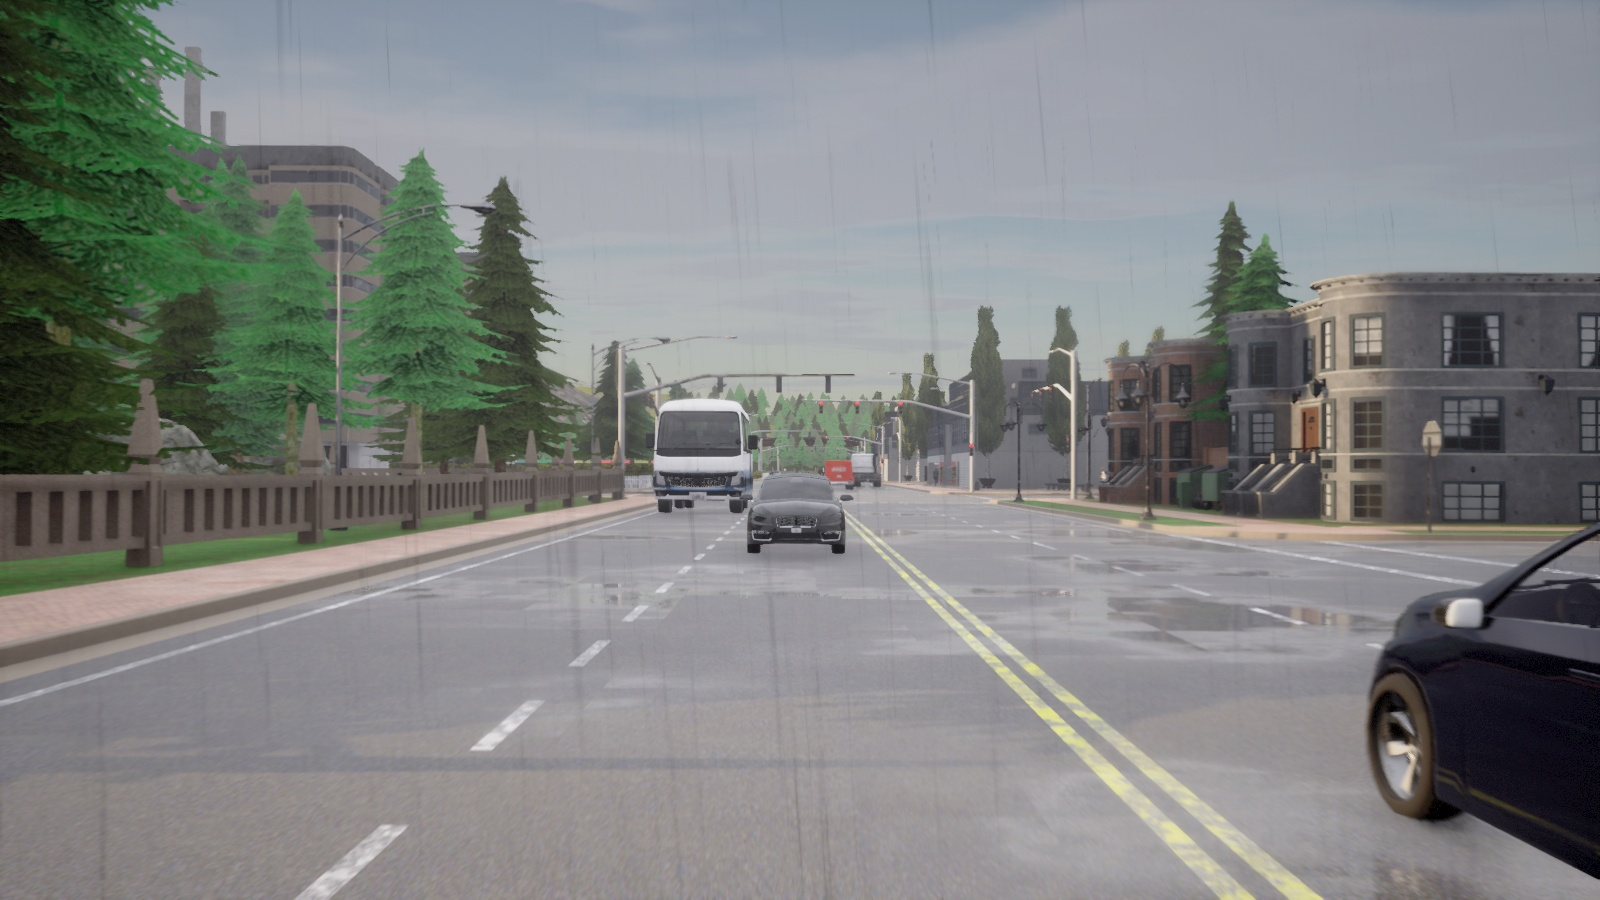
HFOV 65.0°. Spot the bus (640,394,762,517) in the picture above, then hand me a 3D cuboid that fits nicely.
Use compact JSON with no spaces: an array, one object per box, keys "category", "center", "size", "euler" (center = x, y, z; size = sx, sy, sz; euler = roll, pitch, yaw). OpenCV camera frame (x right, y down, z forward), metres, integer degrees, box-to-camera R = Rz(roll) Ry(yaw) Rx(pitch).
[{"category":"bus","center":[-3.624,0.272,48.970],"size":[3.944,4.253,10.273],"euler":[0,-1,0]}]

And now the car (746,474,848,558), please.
[{"category":"car","center":[-0.061,1.239,25.047],"size":[1.837,1.490,4.892],"euler":[0,-1,0]}]

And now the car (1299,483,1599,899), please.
[{"category":"car","center":[3.489,0.892,4.609],"size":[1.845,1.501,3.633],"euler":[0,-1,0]}]
